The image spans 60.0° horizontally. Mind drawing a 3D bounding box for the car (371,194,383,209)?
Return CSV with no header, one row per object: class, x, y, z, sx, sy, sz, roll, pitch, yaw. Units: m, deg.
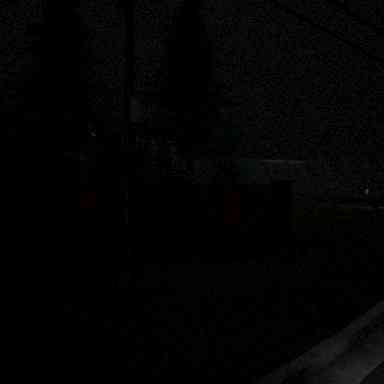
car,24.203,1.182,40.668,2.150,2.045,5.566,0,0,2
